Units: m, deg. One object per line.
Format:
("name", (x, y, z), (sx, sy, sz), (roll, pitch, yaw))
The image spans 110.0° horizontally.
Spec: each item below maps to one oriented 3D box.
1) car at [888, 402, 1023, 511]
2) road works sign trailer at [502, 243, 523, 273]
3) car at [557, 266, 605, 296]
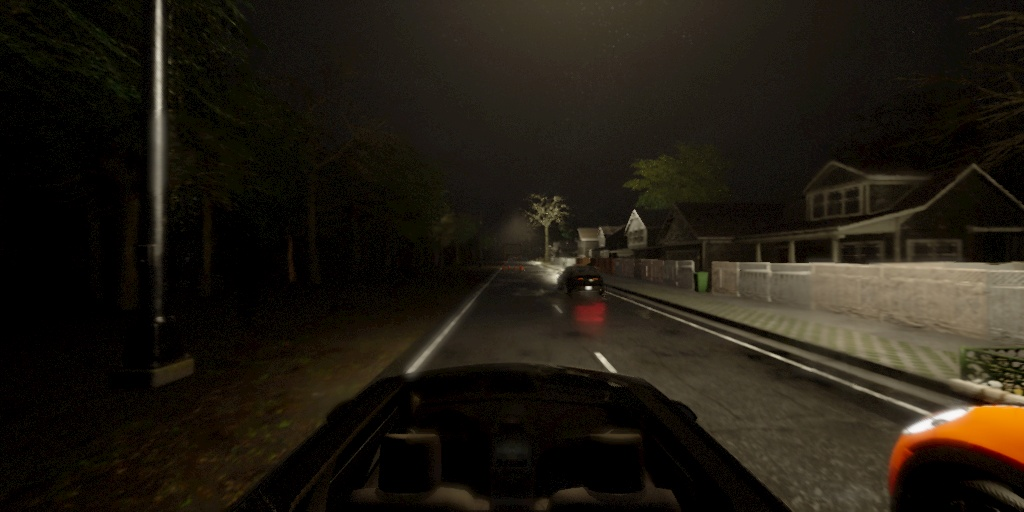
("car", (3.600, 1.102, 0.504), (2.097, 1.767, 4.553), (0, 0, 0))
("road works sign trailer", (0.006, 0.239, 44.630), (2.380, 3.560, 2.880), (0, 0, 0))
("car", (3.603, 1.259, 19.290), (1.837, 1.490, 4.892), (0, 0, 0))
